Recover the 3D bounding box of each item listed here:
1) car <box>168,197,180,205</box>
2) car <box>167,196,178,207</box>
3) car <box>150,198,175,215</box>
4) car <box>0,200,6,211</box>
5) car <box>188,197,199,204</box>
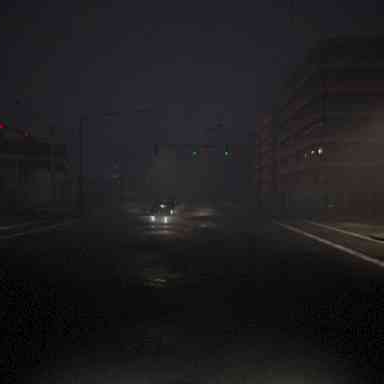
[{"bbox_3d":[-3.399,1.683,62.507,1.994,1.385,4.181,0,0,0],"label":"car"},{"bbox_3d":[-3.260,1.648,43.893,1.994,1.385,4.181,0,0,0],"label":"car"},{"bbox_3d":[-3.177,1.614,34.652,2.033,1.411,5.357,0,0,-1],"label":"car"},{"bbox_3d":[-24.056,1.533,38.854,3.806,1.475,1.970,0,0,1],"label":"car"},{"bbox_3d":[0.242,1.649,64.938,1.812,1.442,4.674,0,0,0],"label":"car"}]
